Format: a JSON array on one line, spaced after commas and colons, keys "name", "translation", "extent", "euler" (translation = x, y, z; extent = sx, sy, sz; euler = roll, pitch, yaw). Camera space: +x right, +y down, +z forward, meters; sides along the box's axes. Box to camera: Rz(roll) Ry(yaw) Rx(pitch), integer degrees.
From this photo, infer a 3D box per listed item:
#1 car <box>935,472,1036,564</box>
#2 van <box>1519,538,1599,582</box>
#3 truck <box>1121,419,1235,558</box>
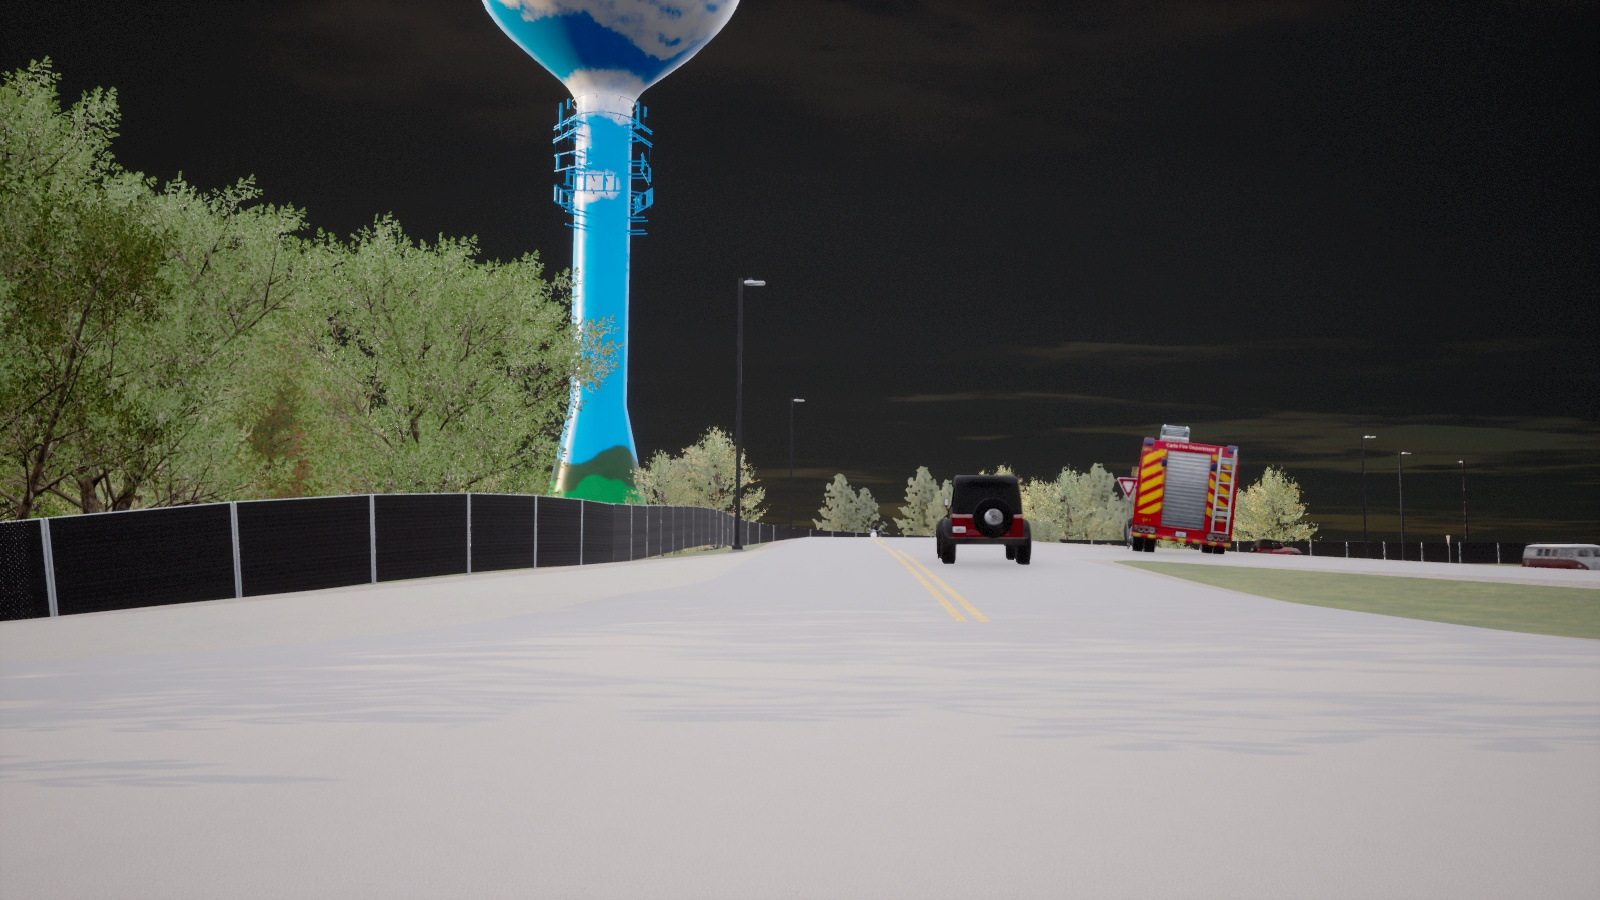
[{"name": "car", "translation": [4.029, 1.487, 27.800], "extent": [1.905, 1.878, 3.866], "euler": [0, -3, 4]}, {"name": "van", "translation": [35.970, 5.115, 58.881], "extent": [1.775, 1.987, 4.442], "euler": [0, -4, -2]}, {"name": "truck", "translation": [12.272, 1.375, 41.207], "extent": [2.891, 3.827, 8.468], "euler": [6, -2, 15]}]
